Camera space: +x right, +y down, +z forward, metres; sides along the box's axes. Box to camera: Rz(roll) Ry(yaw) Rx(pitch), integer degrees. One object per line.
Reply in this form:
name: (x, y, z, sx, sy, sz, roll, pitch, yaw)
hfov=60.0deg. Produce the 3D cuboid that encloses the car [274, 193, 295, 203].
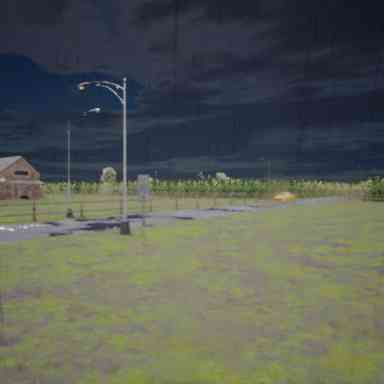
car: (13.976, 0.860, 50.116, 1.882, 1.535, 5.008, 0, 1, 36)
